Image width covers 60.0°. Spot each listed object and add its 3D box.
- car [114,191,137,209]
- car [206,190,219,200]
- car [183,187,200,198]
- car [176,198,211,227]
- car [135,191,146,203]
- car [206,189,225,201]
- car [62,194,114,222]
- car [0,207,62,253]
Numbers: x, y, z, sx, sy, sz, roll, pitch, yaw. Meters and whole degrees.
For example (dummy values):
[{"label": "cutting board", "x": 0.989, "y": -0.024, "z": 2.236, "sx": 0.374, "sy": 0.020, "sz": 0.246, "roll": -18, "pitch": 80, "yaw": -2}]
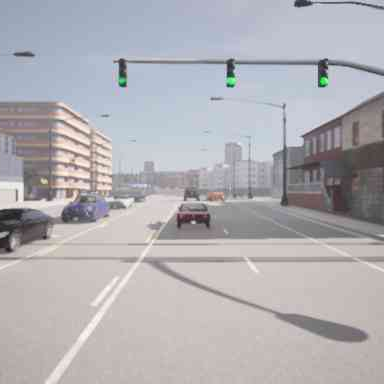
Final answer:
[{"label": "car", "x": -7.031, "y": 0.923, "z": 32.646, "sx": 1.895, "sy": 1.301, "sz": 4.718, "roll": 0, "pitch": 2, "yaw": 0}, {"label": "car", "x": 3.445, "y": 0.512, "z": 57.218, "sx": 1.882, "sy": 1.535, "sz": 5.008, "roll": 0, "pitch": 0, "yaw": 0}, {"label": "car", "x": -0.044, "y": 0.263, "z": 46.987, "sx": 2.150, "sy": 2.045, "sz": 5.566, "roll": 0, "pitch": 1, "yaw": 0}, {"label": "car", "x": 0.081, "y": 1.301, "z": 20.242, "sx": 1.895, "sy": 1.301, "sz": 4.718, "roll": 0, "pitch": 1, "yaw": 0}, {"label": "car", "x": -7.041, "y": 0.588, "z": 42.954, "sx": 1.837, "sy": 1.490, "sz": 4.892, "roll": 0, "pitch": 1, "yaw": 0}, {"label": "car", "x": 3.455, "y": 0.393, "z": 47.173, "sx": 2.097, "sy": 1.767, "sz": 4.553, "roll": 0, "pitch": 0, "yaw": 0}, {"label": "car", "x": -7.064, "y": 0.988, "z": 22.488, "sx": 2.097, "sy": 1.767, "sz": 4.553, "roll": 0, "pitch": 2, "yaw": 0}, {"label": "car", "x": -7.098, "y": 1.372, "z": 13.235, "sx": 1.812, "sy": 1.442, "sz": 4.674, "roll": 0, "pitch": 1, "yaw": 0}]
